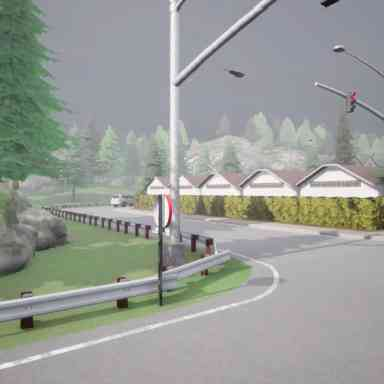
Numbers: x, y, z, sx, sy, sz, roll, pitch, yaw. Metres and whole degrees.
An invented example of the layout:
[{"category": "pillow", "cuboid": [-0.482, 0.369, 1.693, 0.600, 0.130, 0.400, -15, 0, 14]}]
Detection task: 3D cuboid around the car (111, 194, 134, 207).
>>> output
[{"category": "car", "cuboid": [-10.518, 1.398, 53.859, 2.150, 2.045, 5.566, 0, 0, 36]}]
